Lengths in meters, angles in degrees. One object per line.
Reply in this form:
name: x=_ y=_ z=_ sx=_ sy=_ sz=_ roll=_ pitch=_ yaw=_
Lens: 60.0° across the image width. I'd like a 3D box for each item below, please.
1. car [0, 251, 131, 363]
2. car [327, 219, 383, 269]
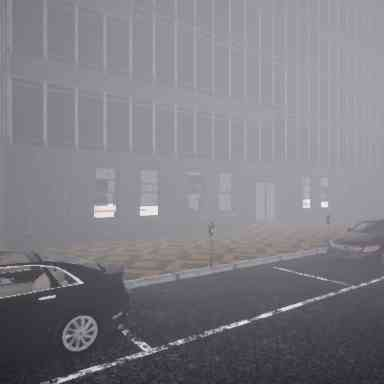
car: x=-2.993 y=1.551 z=4.424 sx=4.403 sy=1.369 sz=2.008 roll=0 pitch=0 yaw=-36
car: x=6.259 y=1.582 z=11.057 sx=4.206 sy=1.307 sz=1.802 roll=0 pitch=0 yaw=-36
